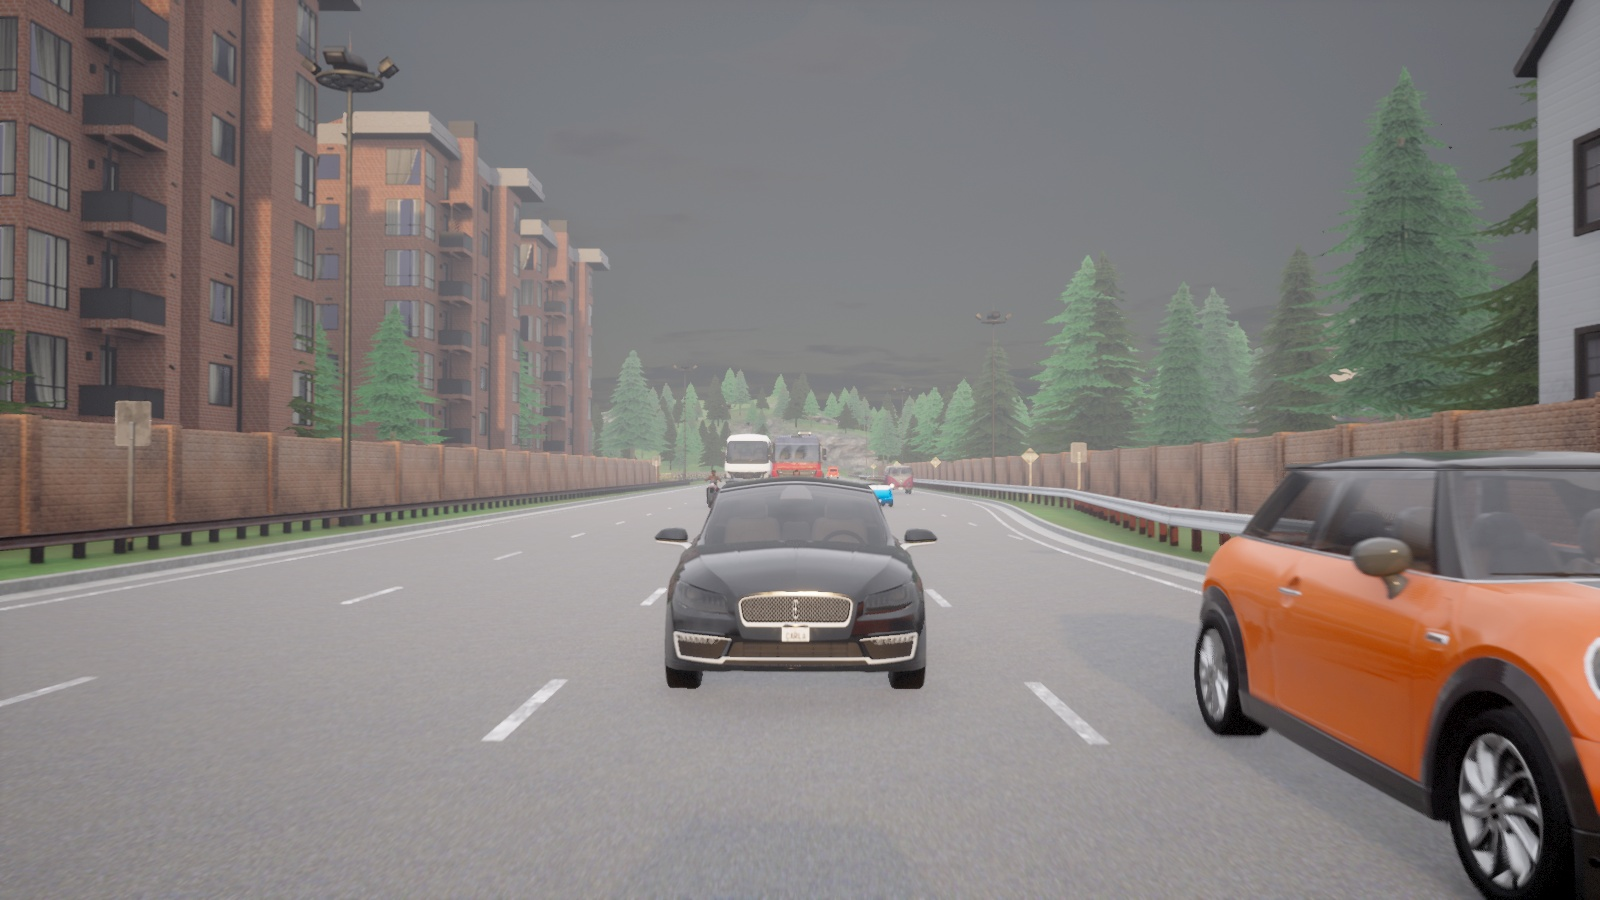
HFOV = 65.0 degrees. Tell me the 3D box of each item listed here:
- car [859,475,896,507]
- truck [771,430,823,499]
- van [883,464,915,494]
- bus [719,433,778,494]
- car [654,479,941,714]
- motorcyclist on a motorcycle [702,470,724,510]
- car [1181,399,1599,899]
[{"bbox_3d":[3.367,1.777,55.015,1.481,1.376,2.207,0,-1,0],"label":"car"},{"bbox_3d":[-0.184,0.886,73.811,2.891,3.827,8.468,0,-1,0],"label":"truck"},{"bbox_3d":[6.790,1.988,86.498,1.775,1.987,4.442,0,-1,0],"label":"van"},{"bbox_3d":[-3.727,1.015,93.317,3.944,4.253,10.273,0,-1,0],"label":"bus"},{"bbox_3d":[-0.026,0.997,10.510,1.837,1.490,4.892,0,-1,0],"label":"car"},{"bbox_3d":[-3.627,1.657,52.447,0.766,1.649,2.350,0,-1,0],"label":"motorcyclist on a motorcycle"},{"bbox_3d":[3.485,0.755,5.719,2.097,1.767,4.553,0,-1,0],"label":"car"}]
